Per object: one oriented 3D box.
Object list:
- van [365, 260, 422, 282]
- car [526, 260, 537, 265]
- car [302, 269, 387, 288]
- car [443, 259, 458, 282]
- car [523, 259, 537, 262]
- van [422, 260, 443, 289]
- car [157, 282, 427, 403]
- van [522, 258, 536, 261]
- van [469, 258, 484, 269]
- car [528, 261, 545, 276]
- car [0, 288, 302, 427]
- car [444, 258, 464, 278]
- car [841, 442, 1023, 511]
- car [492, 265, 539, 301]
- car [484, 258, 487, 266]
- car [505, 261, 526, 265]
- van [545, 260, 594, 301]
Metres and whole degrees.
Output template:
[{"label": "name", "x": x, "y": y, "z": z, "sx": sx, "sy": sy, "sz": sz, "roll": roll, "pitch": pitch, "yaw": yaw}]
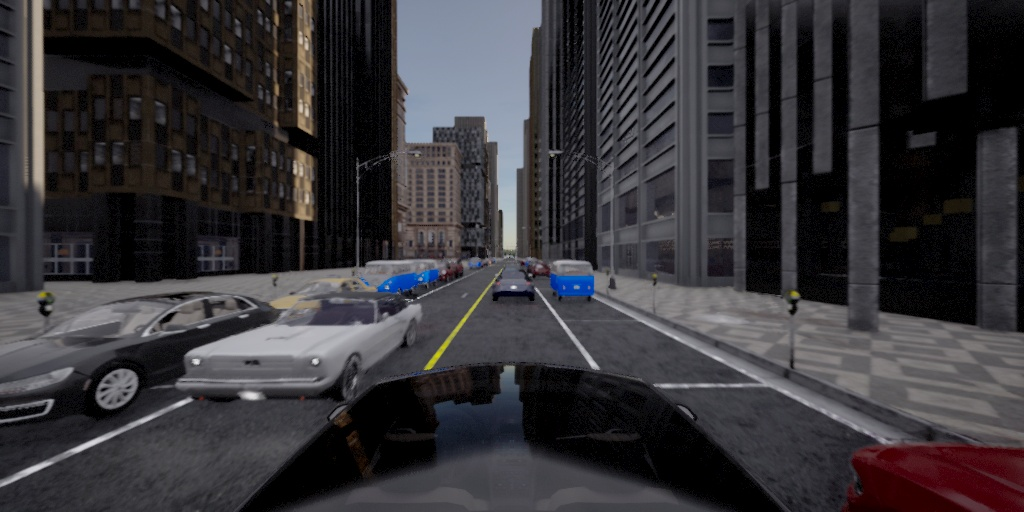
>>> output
[{"label": "van", "x": -5.770, "y": 1.114, "z": 17.122, "sx": 1.690, "sy": 1.789, "sz": 3.998, "roll": 0, "pitch": 0, "yaw": 0}, {"label": "car", "x": 2.739, "y": 1.365, "z": 39.695, "sx": 1.802, "sy": 1.307, "sz": 4.207, "roll": 0, "pitch": 0, "yaw": 0}, {"label": "car", "x": -5.766, "y": 1.293, "z": 11.311, "sx": 1.751, "sy": 1.417, "sz": 4.829, "roll": 0, "pitch": 0, "yaw": 0}, {"label": "car", "x": -5.778, "y": 1.224, "z": 28.403, "sx": 1.967, "sy": 1.591, "sz": 4.097, "roll": 0, "pitch": 0, "yaw": 0}, {"label": "car", "x": 2.735, "y": 1.354, "z": 45.336, "sx": 1.948, "sy": 1.339, "sz": 4.313, "roll": 0, "pitch": 0, "yaw": 0}, {"label": "van", "x": -5.774, "y": 1.120, "z": 22.762, "sx": 1.690, "sy": 1.789, "sz": 3.998, "roll": 0, "pitch": 0, "yaw": 0}, {"label": "car", "x": -3.097, "y": 1.360, "z": 6.472, "sx": 1.895, "sy": 1.301, "sz": 4.718, "roll": 0, "pitch": 0, "yaw": 0}, {"label": "van", "x": 2.731, "y": 1.134, "z": 50.977, "sx": 1.690, "sy": 1.789, "sz": 3.998, "roll": 0, "pitch": 0, "yaw": 0}, {"label": "van", "x": -5.798, "y": 1.151, "z": 56.608, "sx": 1.690, "sy": 1.789, "sz": 3.998, "roll": 0, "pitch": 0, "yaw": 0}, {"label": "car", "x": 2.743, "y": 1.360, "z": 34.055, "sx": 1.802, "sy": 1.307, "sz": 4.207, "roll": 0, "pitch": 0, "yaw": 0}, {"label": "car", "x": -5.762, "y": 1.313, "z": 5.840, "sx": 2.007, "sy": 1.370, "sz": 4.403, "roll": 0, "pitch": 0, "yaw": 0}, {"label": "car", "x": -5.782, "y": 1.104, "z": 34.045, "sx": 2.192, "sy": 1.841, "sz": 5.009, "roll": 0, "pitch": 0, "yaw": 0}, {"label": "car", "x": 2.767, "y": 1.290, "z": 0.210, "sx": 1.888, "sy": 1.381, "sz": 4.507, "roll": 0, "pitch": 0, "yaw": 0}, {"label": "car", "x": 0.076, "y": 1.330, "z": 17.611, "sx": 1.994, "sy": 1.385, "sz": 4.181, "roll": 0, "pitch": 0, "yaw": 0}, {"label": "car", "x": -5.802, "y": 1.360, "z": 62.249, "sx": 1.888, "sy": 1.381, "sz": 4.507, "roll": 0, "pitch": 0, "yaw": 0}, {"label": "car", "x": 0.069, "y": 1.383, "z": 34.635, "sx": 1.895, "sy": 1.301, "sz": 4.718, "roll": 0, "pitch": 0, "yaw": 0}, {"label": "van", "x": 2.755, "y": 1.102, "z": 17.132, "sx": 1.690, "sy": 1.789, "sz": 3.998, "roll": 0, "pitch": 0, "yaw": 0}]
